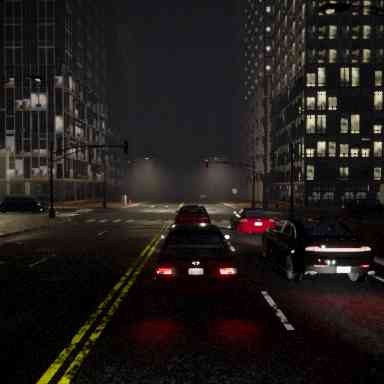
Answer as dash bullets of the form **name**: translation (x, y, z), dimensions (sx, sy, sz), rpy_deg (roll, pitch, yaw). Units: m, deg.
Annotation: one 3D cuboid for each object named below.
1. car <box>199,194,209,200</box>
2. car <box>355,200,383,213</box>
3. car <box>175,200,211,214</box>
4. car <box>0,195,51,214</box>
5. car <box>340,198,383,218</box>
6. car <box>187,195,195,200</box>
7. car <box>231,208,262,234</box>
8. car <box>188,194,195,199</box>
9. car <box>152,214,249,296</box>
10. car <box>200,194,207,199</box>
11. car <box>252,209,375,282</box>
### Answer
- **car**: translation (3.057, 1.509, 81.459), dimensions (1.895, 1.301, 4.718), rpy_deg (0, 0, 0)
- **car**: translation (21.719, 1.641, 38.555), dimensions (4.829, 1.417, 1.752), rpy_deg (1, 0, 1)
- **car**: translation (0.061, 1.467, 18.609), dimensions (1.882, 1.535, 5.008), rpy_deg (0, 0, 1)
- **car**: translation (-16.522, 1.223, 33.125), dimensions (4.553, 1.767, 2.097), rpy_deg (1, 1, 4)
- **car**: translation (16.130, 1.517, 30.256), dimensions (5.009, 1.841, 2.192), rpy_deg (1, 0, 1)
- **car**: translation (-0.193, 1.438, 81.422), dimensions (1.812, 1.442, 4.674), rpy_deg (0, 0, 0)
- **car**: translation (3.306, 1.554, 18.504), dimensions (1.994, 1.385, 4.181), rpy_deg (0, 0, 0)
- **car**: translation (-0.217, 1.333, 91.454), dimensions (1.895, 1.301, 4.718), rpy_deg (0, 0, 0)
- **car**: translation (0.081, 1.543, 8.789), dimensions (2.033, 1.411, 5.357), rpy_deg (0, 0, 0)
- **car**: translation (3.033, 1.262, 91.431), dimensions (1.812, 1.442, 4.674), rpy_deg (0, 0, 0)
- **car**: translation (3.326, 1.487, 9.704), dimensions (2.128, 1.511, 4.902), rpy_deg (0, 0, 0)
